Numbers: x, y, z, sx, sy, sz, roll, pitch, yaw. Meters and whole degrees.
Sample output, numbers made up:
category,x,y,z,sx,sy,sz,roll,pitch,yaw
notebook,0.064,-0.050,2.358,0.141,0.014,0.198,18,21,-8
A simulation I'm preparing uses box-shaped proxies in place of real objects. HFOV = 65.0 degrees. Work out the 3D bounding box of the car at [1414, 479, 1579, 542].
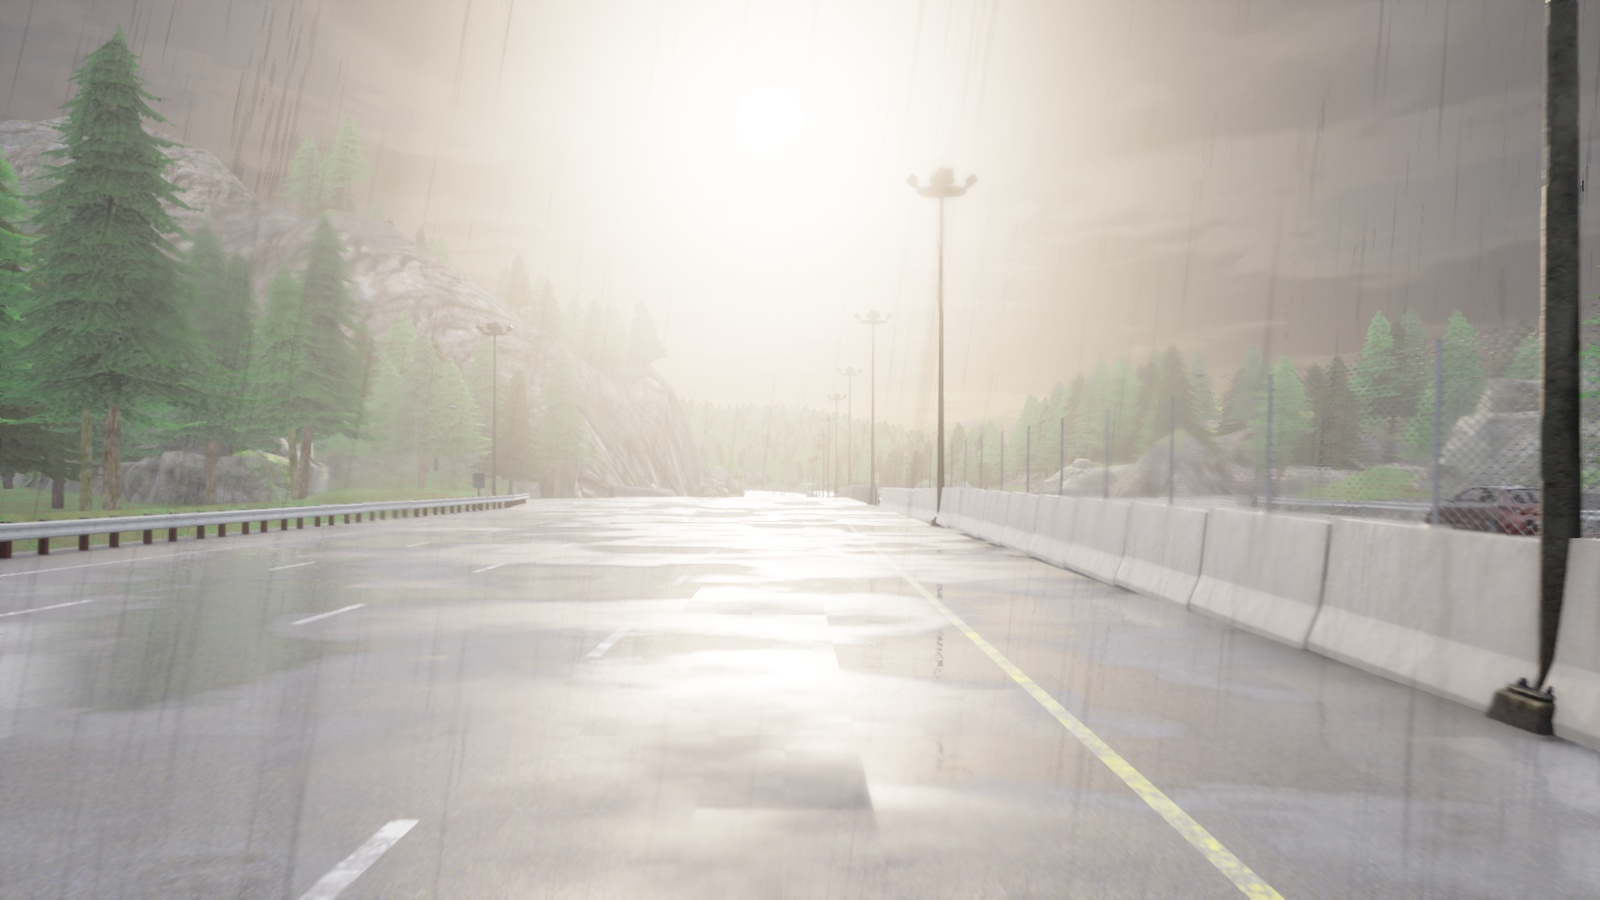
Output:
category,x,y,z,sx,sy,sz,roll,pitch,yaw
car,17.424,1.469,31.678,1.816,1.474,4.193,0,-1,0
